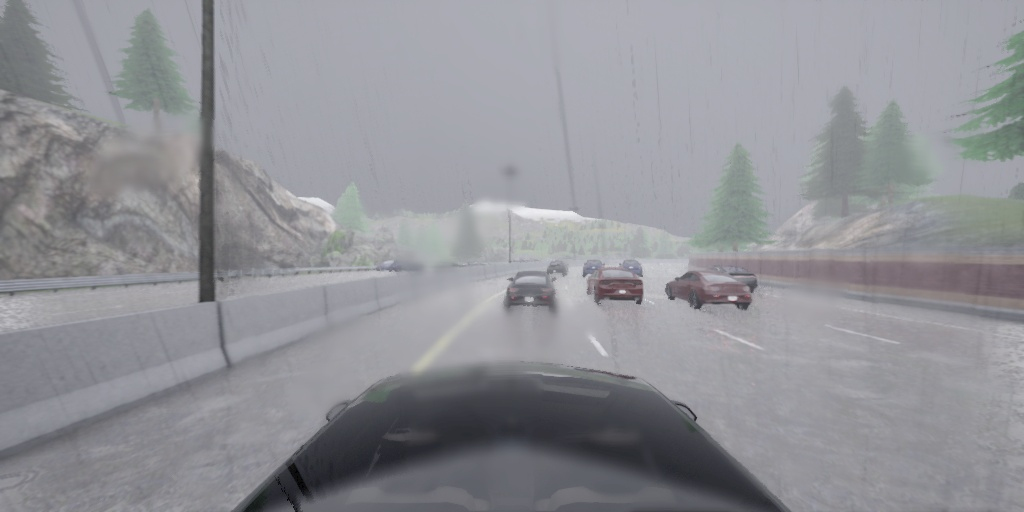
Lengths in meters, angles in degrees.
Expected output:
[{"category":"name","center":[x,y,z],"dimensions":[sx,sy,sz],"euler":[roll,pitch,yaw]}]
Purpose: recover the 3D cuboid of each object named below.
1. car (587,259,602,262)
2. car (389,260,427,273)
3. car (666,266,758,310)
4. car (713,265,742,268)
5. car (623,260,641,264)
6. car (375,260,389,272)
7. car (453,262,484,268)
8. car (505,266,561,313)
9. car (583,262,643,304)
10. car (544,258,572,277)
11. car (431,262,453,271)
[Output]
[{"category":"car","center":[8.363,1.131,36.319],"dimensions":[2.097,1.767,4.553],"euler":[0,0,15]},{"category":"car","center":[-12.006,1.323,42.248],"dimensions":[1.895,1.301,4.718],"euler":[0,0,15]},{"category":"car","center":[7.903,1.300,14.768],"dimensions":[1.812,1.442,4.674],"euler":[0,0,6]},{"category":"car","center":[12.234,1.279,20.840],"dimensions":[2.128,1.511,4.902],"euler":[0,0,9]},{"category":"car","center":[12.122,1.142,36.794],"dimensions":[2.097,1.767,4.553],"euler":[0,0,15]},{"category":"car","center":[-14.971,1.239,44.575],"dimensions":[1.812,1.442,4.674],"euler":[0,0,16]},{"category":"car","center":[-4.735,1.343,42.293],"dimensions":[1.895,1.301,4.718],"euler":[0,0,16]},{"category":"car","center":[0.809,1.280,14.053],"dimensions":[1.812,1.442,4.674],"euler":[0,0,5]},{"category":"car","center":[4.574,1.243,16.463],"dimensions":[1.882,1.535,5.008],"euler":[0,0,6]},{"category":"car","center":[4.692,1.273,36.132],"dimensions":[1.837,1.490,4.892],"euler":[0,0,14]},{"category":"car","center":[-7.980,1.334,43.663],"dimensions":[1.895,1.301,4.718],"euler":[0,0,16]}]
